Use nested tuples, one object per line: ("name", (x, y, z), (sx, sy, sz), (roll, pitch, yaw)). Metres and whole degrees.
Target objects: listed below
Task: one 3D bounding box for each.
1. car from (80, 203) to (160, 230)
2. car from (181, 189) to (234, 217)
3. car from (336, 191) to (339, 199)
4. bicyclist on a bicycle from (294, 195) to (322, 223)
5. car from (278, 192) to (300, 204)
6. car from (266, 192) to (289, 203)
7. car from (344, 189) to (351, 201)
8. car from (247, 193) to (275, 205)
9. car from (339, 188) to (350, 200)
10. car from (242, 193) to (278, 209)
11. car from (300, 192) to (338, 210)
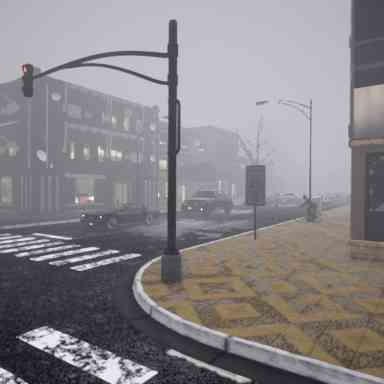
("car", (-4.050, 1.334, 19.284), (1.895, 1.301, 4.718), (1, 1, 35))
("car", (1.392, 0.798, 27.124), (2.150, 2.045, 5.566), (1, 1, 35))
("car", (18.555, 0.789, 46.299), (1.895, 1.301, 4.718), (1, 1, 35))
("bicyclist on a bicycle", (6.797, 1.003, 19.582), (1.656, 1.620, 0.582), (0, 1, 35))
("car", (12.977, 0.772, 43.784), (1.812, 1.442, 4.674), (1, 1, 34))
("car", (12.126, 0.767, 47.226), (1.802, 1.307, 4.206), (2, 2, 35))
("car", (25.436, 0.619, 51.669), (1.887, 1.381, 4.507), (2, 2, 35))
("car", (8.886, 0.822, 42.604), (1.887, 1.381, 4.507), (2, 2, 35))
("car", (24.237, 0.573, 54.535), (2.033, 1.411, 5.357), (1, 1, 36))
("car", (7.103, 1.014, 35.372), (1.895, 1.301, 4.718), (1, 1, 35))
("car", (12.673, 0.994, 33.051), (2.008, 1.369, 4.403), (2, 2, 35))
